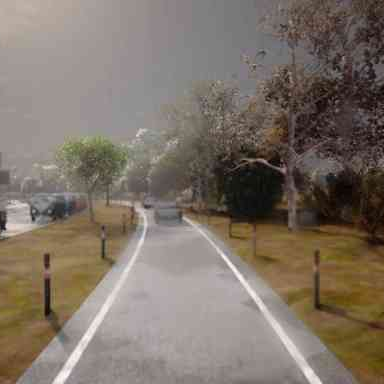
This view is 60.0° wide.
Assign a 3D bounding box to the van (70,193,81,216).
[{"bbox_3d":[-11.697,1.123,30.456,1.878,1.987,4.442,1,-1,-12],"label":"van"}]

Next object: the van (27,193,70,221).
[{"bbox_3d":[-10.752,1.122,24.956,1.878,1.987,4.442,1,-1,-10],"label":"van"}]

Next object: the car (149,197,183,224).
[{"bbox_3d":[-1.771,1.345,23.709,2.128,1.511,4.902,0,1,-8],"label":"car"}]

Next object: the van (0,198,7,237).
[{"bbox_3d":[-9.519,1.152,13.839,1.878,1.987,4.442,1,-1,-6],"label":"van"}]

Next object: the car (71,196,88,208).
[{"bbox_3d":[-15.655,1.415,46.674,1.946,1.575,5.366,1,-1,-15],"label":"car"}]

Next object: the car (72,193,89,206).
[{"bbox_3d":[-19.332,1.276,57.403,2.435,2.045,5.566,2,-2,-21],"label":"car"}]

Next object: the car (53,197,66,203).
[{"bbox_3d":[-34.797,2.011,87.143,2.231,1.521,4.892,-1,-1,-33],"label":"car"}]

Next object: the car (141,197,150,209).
[{"bbox_3d":[-5.236,1.306,41.305,1.994,1.385,4.181,-1,0,-14],"label":"car"}]

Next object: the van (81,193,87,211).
[{"bbox_3d":[-12.824,1.136,35.933,1.878,1.987,4.442,1,-1,-12],"label":"van"}]

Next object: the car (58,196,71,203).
[{"bbox_3d":[-31.411,1.902,81.798,2.097,1.535,5.008,-1,-1,-31],"label":"car"}]
